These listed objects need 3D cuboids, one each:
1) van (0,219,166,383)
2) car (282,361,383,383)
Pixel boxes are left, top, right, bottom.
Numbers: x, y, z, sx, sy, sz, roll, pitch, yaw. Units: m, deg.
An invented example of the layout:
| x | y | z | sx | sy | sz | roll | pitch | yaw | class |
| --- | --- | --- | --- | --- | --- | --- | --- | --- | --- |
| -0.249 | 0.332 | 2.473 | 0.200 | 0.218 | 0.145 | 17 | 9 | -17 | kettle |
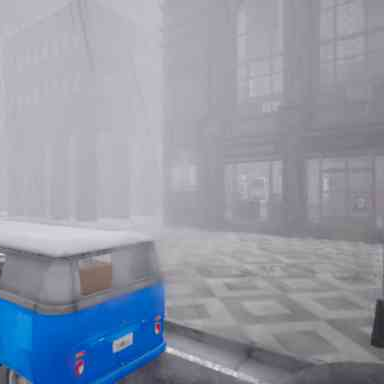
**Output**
| x | y | z | sx | sy | sz | roll | pitch | yaw | class |
| --- | --- | --- | --- | --- | --- | --- | --- | --- | --- |
| -2.228 | 1.334 | 4.553 | 3.998 | 1.788 | 1.690 | 0 | 0 | 35 | van |
| 2.346 | 1.553 | 1.291 | 4.403 | 1.369 | 2.008 | 0 | 0 | 35 | car |
